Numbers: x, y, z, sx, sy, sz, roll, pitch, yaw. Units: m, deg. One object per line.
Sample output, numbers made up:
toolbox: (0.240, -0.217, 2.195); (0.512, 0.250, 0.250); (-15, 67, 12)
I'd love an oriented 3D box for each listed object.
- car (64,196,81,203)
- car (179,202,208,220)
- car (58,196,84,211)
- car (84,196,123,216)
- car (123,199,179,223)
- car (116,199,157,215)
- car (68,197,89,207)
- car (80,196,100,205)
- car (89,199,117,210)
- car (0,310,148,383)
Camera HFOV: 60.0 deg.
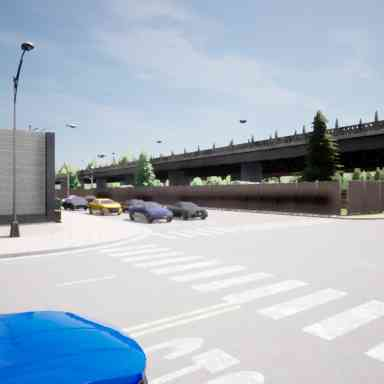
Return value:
car: (-23.745, 1.469, 65.951); (1.812, 1.442, 4.674); (0, 0, -36)
car: (-0.541, 1.508, 27.305); (1.994, 1.385, 4.181); (0, 0, -36)
car: (-14.267, 1.492, 40.499); (2.033, 1.411, 5.357); (0, 0, -35)
car: (-8.571, 1.422, 32.520); (1.882, 1.535, 5.008); (0, 0, -36)
car: (-3.204, 1.470, 25.015); (1.812, 1.442, 4.674); (0, 0, -36)
car: (-5.906, 1.492, 34.822); (2.033, 1.411, 5.357); (0, 0, -35)
car: (-17.435, 1.470, 51.074); (1.812, 1.442, 4.674); (0, 0, -35)
car: (-17.819, 1.422, 57.832); (1.882, 1.535, 5.008); (0, 0, -36)
car: (-11.476, 1.545, 42.632); (1.895, 1.301, 4.718); (0, 0, -35)
car: (-2.624, 1.478, 1.902); (5.008, 1.535, 1.882); (0, 0, -36)
